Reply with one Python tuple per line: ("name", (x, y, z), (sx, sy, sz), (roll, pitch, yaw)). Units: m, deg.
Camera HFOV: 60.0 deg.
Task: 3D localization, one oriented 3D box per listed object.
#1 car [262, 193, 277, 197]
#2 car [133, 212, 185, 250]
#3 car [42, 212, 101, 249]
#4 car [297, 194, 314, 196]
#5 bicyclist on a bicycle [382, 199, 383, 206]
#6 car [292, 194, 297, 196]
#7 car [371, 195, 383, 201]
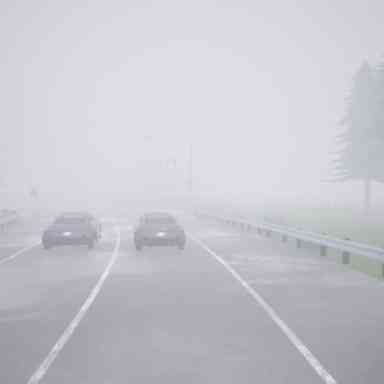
("car", (20.346, 1.165, 87.056), (4.553, 1.767, 2.097), (0, 0, -30))
("car", (-1.502, 1.543, 14.324), (1.994, 1.385, 4.181), (0, 0, -10))
("car", (-5.113, 1.552, 14.583), (1.994, 1.385, 4.181), (0, 0, -11))
("car", (27.995, 1.398, 79.464), (4.718, 1.301, 1.895), (0, 0, -30))
("bicyclist on a bicycle", (29.638, 1.333, 50.711), (0.582, 1.620, 1.656), (0, 4, -24))
("car", (25.500, 1.329, 82.034), (4.674, 1.442, 1.812), (0, 0, -30))
("car", (44.023, 1.301, 78.651), (2.033, 1.411, 5.357), (0, 0, 44))
